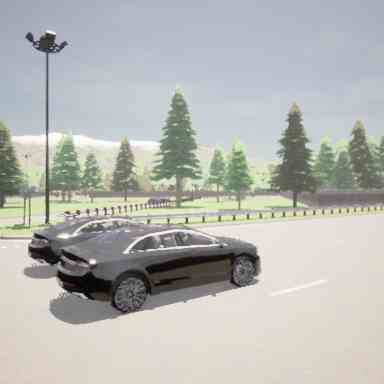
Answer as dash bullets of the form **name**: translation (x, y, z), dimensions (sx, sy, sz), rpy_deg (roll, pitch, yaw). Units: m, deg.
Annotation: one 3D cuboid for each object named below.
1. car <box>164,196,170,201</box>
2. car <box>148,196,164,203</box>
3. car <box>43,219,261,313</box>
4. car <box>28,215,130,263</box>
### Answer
- **car**: translation (-5.695, 1.562, 69.738), dimensions (1.895, 1.301, 4.718), rpy_deg (0, 0, 5)
- **car**: translation (-6.698, 1.494, 59.511), dimensions (1.812, 1.442, 4.674), rpy_deg (0, 0, 5)
- **car**: translation (-0.512, 1.488, 7.672), dimensions (4.902, 1.511, 2.128), rpy_deg (0, 0, -35)
- **car**: translation (-2.480, 1.488, 10.567), dimensions (4.902, 1.511, 2.128), rpy_deg (0, 0, -35)
